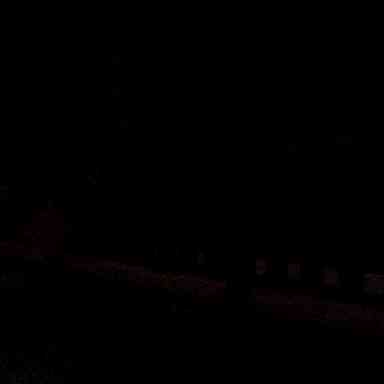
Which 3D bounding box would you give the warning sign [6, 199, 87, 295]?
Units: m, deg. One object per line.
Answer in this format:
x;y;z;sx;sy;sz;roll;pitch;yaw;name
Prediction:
-3.232;1.114;7.464;1.060;1.860;1.300;0;0;36;warning sign
